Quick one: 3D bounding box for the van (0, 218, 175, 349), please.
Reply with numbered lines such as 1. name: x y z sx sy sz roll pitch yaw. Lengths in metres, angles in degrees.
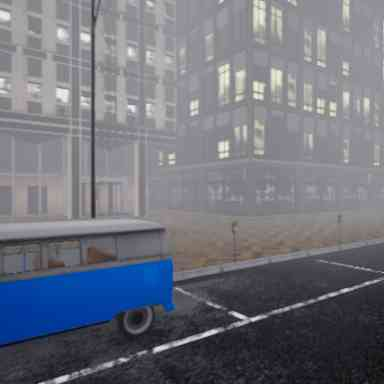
1. van: -2.186 1.341 5.001 3.998 1.788 1.690 0 0 -35
